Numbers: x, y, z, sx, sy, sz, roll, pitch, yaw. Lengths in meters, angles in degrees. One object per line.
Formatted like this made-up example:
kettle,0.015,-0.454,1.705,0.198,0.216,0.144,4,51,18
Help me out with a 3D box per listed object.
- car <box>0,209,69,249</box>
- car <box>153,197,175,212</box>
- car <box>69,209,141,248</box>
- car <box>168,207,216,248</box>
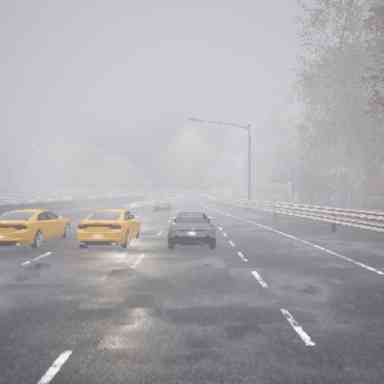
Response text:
car,-7.002,1.488,14.663,1.882,1.535,5.008,0,0,0
car,-3.509,1.592,39.968,1.994,1.385,4.181,0,0,0
car,-3.505,1.488,14.783,1.882,1.535,5.008,0,0,0
car,-0.004,1.574,14.882,1.994,1.385,4.181,0,0,0
